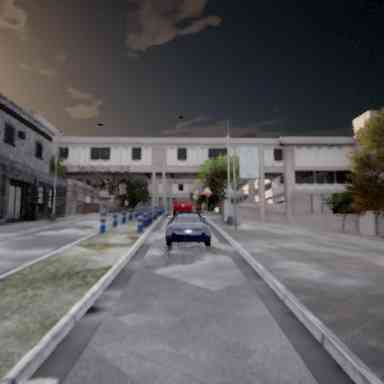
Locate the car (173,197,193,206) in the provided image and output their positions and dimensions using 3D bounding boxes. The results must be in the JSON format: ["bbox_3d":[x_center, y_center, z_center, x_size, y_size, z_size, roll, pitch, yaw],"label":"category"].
[{"bbox_3d":[-1.061,1.675,38.909,2.150,2.045,5.566,0,-2,-2],"label":"car"}]

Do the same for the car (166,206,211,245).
[{"bbox_3d":[-0.202,1.598,15.707,1.994,1.385,4.181,0,0,-2],"label":"car"}]
